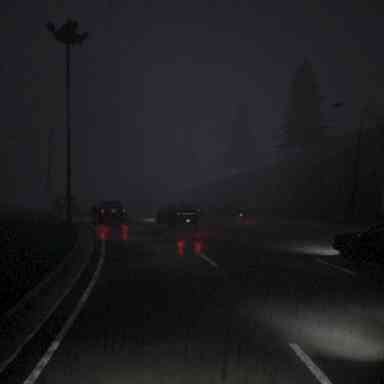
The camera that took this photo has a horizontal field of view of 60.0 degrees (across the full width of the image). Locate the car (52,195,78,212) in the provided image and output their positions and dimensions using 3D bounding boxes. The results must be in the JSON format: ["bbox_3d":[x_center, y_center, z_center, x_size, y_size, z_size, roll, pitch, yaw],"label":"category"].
[{"bbox_3d":[-15.802,1.384,41.236,2.150,2.045,5.566,0,0,-33],"label":"car"}]

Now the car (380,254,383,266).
[{"bbox_3d":[3.376,1.515,1.837,1.812,1.442,4.674,0,0,-2],"label":"car"}]

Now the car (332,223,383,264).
[{"bbox_3d":[6.185,1.541,9.325,2.033,1.411,5.357,0,0,-9],"label":"car"}]

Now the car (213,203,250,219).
[{"bbox_3d":[3.189,1.654,30.162,1.895,1.301,4.718,0,0,-26],"label":"car"}]

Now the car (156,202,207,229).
[{"bbox_3d":[-1.101,1.547,22.492,2.128,1.511,4.902,0,0,-21],"label":"car"}]

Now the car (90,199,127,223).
[{"bbox_3d":[-6.711,1.441,26.392,2.097,1.767,4.553,0,0,-26],"label":"car"}]

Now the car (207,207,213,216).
[{"bbox_3d":[-0.571,1.617,29.945,2.033,1.411,5.357,0,0,-27],"label":"car"}]
